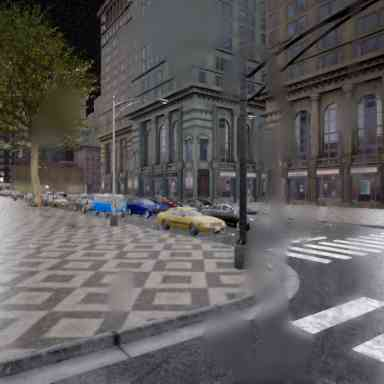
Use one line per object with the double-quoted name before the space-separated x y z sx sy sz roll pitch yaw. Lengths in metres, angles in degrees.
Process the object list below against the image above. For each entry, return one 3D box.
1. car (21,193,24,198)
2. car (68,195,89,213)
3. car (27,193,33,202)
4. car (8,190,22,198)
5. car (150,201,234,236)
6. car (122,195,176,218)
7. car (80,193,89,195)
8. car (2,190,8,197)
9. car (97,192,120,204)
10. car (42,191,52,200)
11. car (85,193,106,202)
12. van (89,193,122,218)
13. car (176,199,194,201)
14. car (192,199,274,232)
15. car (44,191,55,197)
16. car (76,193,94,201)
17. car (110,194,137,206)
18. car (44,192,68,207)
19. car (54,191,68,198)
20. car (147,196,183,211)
"car" -26.171 0.831 54.676 2.008 1.369 4.403 1 0 -35
"car" -9.972 1.230 31.727 2.008 1.369 4.403 1 0 -35
"car" -22.931 0.911 50.087 2.008 1.369 4.403 1 0 -35
"car" -35.888 0.484 68.442 1.967 1.590 4.097 1 0 -35
"car" -0.153 1.398 17.816 1.752 1.417 4.829 1 0 -35
"car" -3.681 1.245 27.418 1.882 1.535 5.008 0 1 -35
"car" -11.591 1.077 38.653 2.128 1.511 4.902 0 1 -35
"car" -42.368 0.331 77.620 1.967 1.590 4.097 1 0 -35
"car" -12.729 0.881 50.420 1.967 1.590 4.097 1 0 -35
"car" -19.691 0.992 45.498 2.008 1.369 4.403 1 0 -35
"car" -15.971 0.910 55.008 2.008 1.369 4.403 1 0 -35
"van" -6.730 1.091 27.137 1.690 1.788 3.998 1 0 -35
"car" 0.228 1.315 32.062 1.947 1.339 4.313 1 0 -35
"car" 2.408 1.371 18.803 2.128 1.511 4.902 0 1 -36
"car" -35.408 0.472 82.539 1.802 1.307 4.206 1 0 -35
"car" -19.211 0.861 59.597 1.802 1.307 4.206 1 0 -35
"car" -9.492 1.074 45.832 2.008 1.369 4.403 1 0 -35
"car" -16.354 1.051 40.770 1.752 1.417 4.829 1 0 -35
"car" -28.928 0.588 73.362 1.887 1.381 4.507 1 0 -35
"car" -3.011 1.224 36.651 1.887 1.381 4.507 1 0 -35
